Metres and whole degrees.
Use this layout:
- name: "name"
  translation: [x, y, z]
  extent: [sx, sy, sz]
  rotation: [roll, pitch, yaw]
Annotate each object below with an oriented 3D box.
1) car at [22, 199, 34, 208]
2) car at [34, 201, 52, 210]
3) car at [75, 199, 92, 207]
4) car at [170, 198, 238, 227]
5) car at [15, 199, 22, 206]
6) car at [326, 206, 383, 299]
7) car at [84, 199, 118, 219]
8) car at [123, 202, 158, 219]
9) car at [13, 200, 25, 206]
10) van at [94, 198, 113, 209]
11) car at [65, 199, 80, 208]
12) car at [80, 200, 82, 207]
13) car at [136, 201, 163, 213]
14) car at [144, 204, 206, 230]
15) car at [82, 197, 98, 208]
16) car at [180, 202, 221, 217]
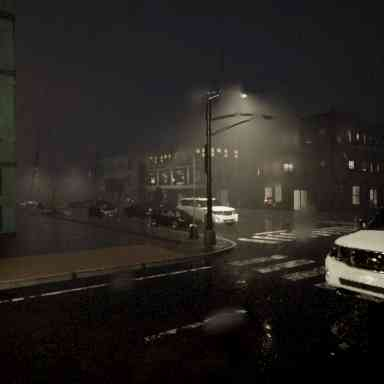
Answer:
- name: "car"
  translation: [-31.787, 2.375, 66.083]
  extent: [2.008, 1.369, 4.403]
  rotation: [-1, 0, -36]
- name: "car"
  translation: [-25.249, 2.232, 56.939]
  extent: [1.752, 1.417, 4.829]
  rotation: [-1, 0, -36]
- name: "car"
  translation: [-21.752, 2.227, 66.455]
  extent: [1.887, 1.381, 4.507]
  rotation: [-1, 0, -36]
- name: "car"
  translation: [0.942, 1.443, 24.776]
  extent: [2.150, 2.045, 5.566]
  rotation: [-1, 0, -35]
- name: "car"
  translation: [-38.228, 2.379, 75.086]
  extent: [1.967, 1.590, 4.097]
  rotation: [-1, 0, -36]
- name: "car"
  translation: [5.405, 1.220, 7.565]
  extent: [5.566, 2.045, 2.150]
  rotation: [0, 0, -36]
- name: "car"
  translation: [-9.253, 1.846, 34.564]
  extent: [1.967, 1.590, 4.097]
  rotation: [-1, 0, -36]
- name: "car"
  translation: [-5.010, 1.886, 33.103]
  extent: [2.033, 1.411, 5.357]
  rotation: [-1, 0, -36]
- name: "car"
  translation: [-41.446, 2.547, 79.590]
  extent: [2.008, 1.369, 4.403]
  rotation: [-1, 0, -36]
- name: "van"
  translation: [-15.317, 1.907, 57.450]
  extent: [1.690, 1.788, 3.998]
  rotation: [-1, 0, -36]
- name: "car"
  translation: [-21.472, 2.230, 61.626]
  extent: [1.994, 1.385, 4.181]
  rotation: [-1, 0, -36]
- name: "car"
  translation: [-18.538, 1.940, 61.952]
  extent: [2.192, 1.841, 5.009]
  rotation: [-1, 0, -36]
- name: "car"
  translation: [-5.652, 1.966, 43.943]
  extent: [1.802, 1.307, 4.206]
  rotation: [-2, 0, -36]
- name: "car"
  translation: [-1.277, 1.815, 23.207]
  extent: [1.947, 1.339, 4.313]
  rotation: [-2, 0, -36]
- name: "car"
  translation: [-15.411, 2.032, 53.147]
  extent: [1.882, 1.535, 5.008]
  rotation: [-1, 0, -35]
- name: "car"
  translation: [0.785, 1.810, 34.938]
  extent: [2.008, 1.369, 4.403]
  rotation: [-2, 0, -36]
